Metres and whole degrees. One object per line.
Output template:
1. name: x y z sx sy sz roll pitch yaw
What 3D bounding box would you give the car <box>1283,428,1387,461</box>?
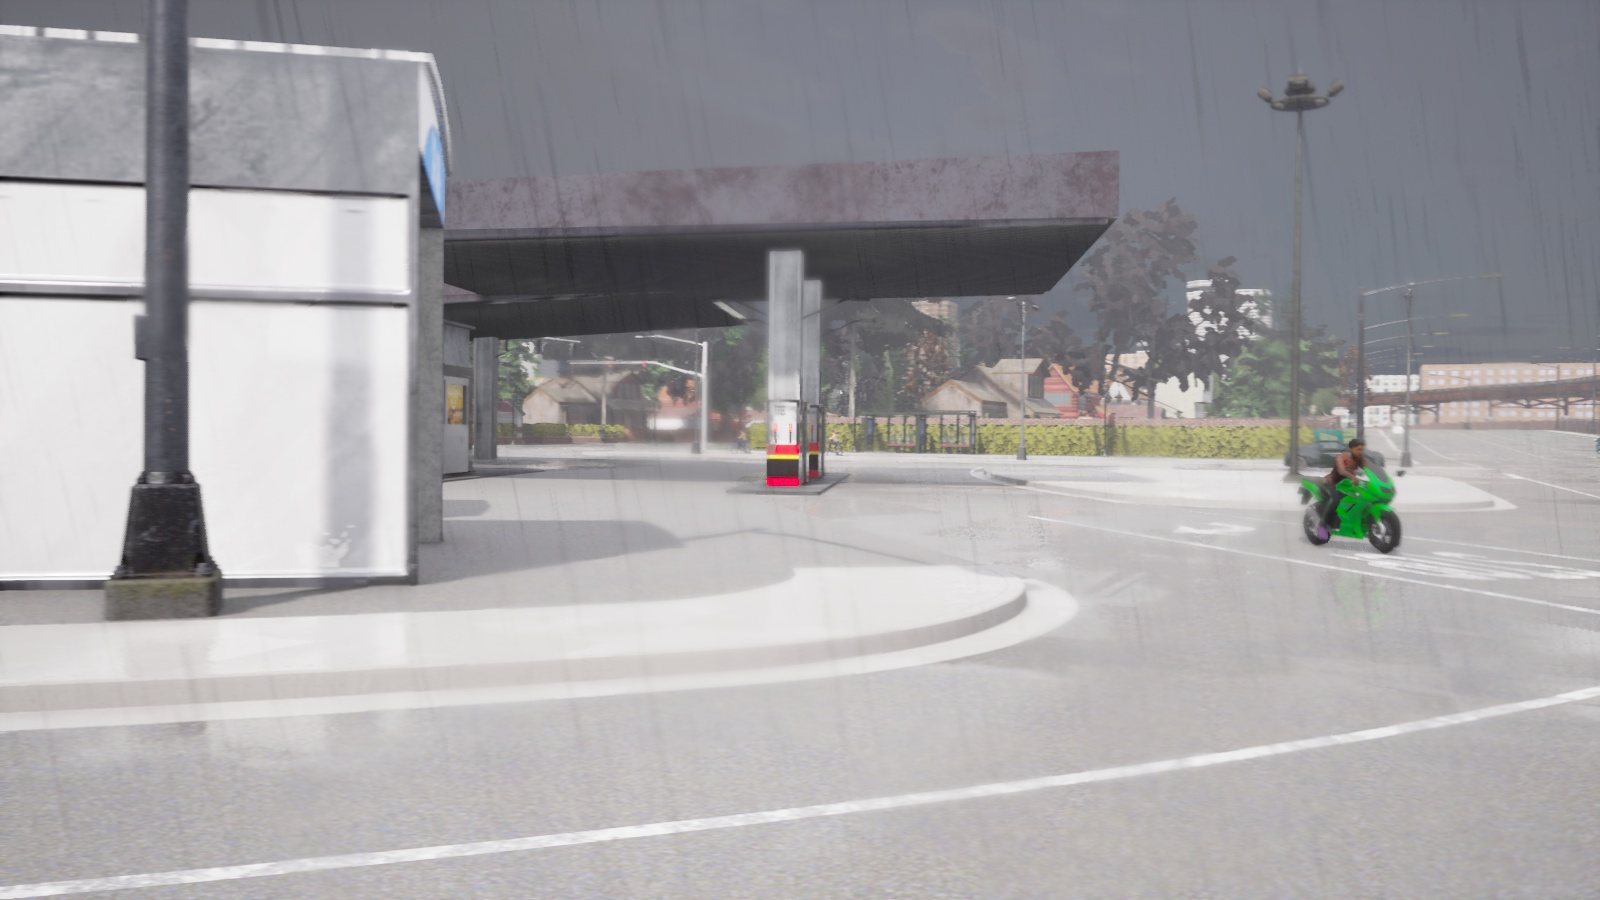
1. car: 23.696 -0.249 55.679 4.181 1.385 1.994 0 1 24

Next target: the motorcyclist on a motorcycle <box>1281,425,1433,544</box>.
1. motorcyclist on a motorcycle: 7.543 0.437 17.121 0.797 1.523 2.044 -1 0 -13
